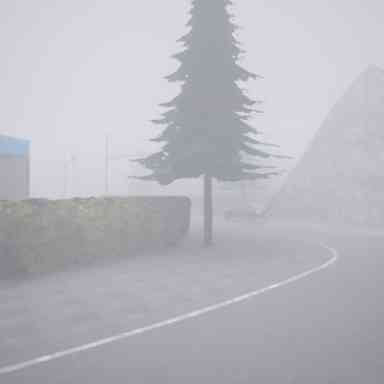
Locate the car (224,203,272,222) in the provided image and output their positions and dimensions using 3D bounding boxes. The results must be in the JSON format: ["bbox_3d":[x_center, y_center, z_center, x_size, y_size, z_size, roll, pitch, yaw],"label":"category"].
[{"bbox_3d":[4.604,1.655,27.786,1.812,1.442,4.674,0,0,-33],"label":"car"}]
